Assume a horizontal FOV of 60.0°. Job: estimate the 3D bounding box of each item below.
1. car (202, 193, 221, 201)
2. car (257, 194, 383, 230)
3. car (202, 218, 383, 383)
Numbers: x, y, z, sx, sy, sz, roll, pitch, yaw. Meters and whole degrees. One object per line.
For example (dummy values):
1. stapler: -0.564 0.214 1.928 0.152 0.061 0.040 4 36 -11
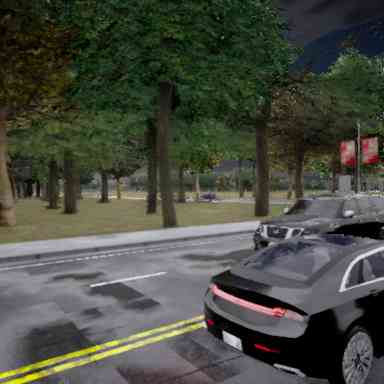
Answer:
1. car: 3.662 0.967 64.847 1.812 1.442 4.674 -1 1 -35
2. car: 4.533 1.092 10.916 5.566 2.045 2.150 -1 0 -36
3. car: 2.426 1.428 5.171 4.902 1.511 2.128 -1 1 -36
